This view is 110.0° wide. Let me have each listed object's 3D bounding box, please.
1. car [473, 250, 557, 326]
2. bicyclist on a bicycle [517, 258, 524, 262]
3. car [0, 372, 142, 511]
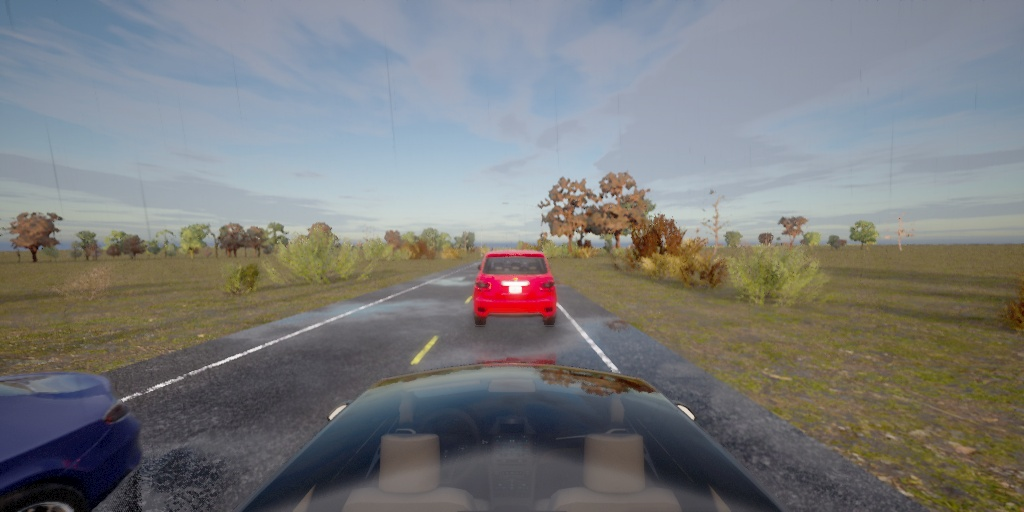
[{"bbox_3d":[0.075,0.827,11.136,2.150,2.045,5.566,0,1,0],"label":"car"},{"bbox_3d":[0.892,0.575,37.012,0.659,1.776,1.843,0,1,0],"label":"bicyclist on a bicycle"},{"bbox_3d":[-3.586,1.292,0.664,1.812,1.442,4.674,0,1,0],"label":"car"}]
